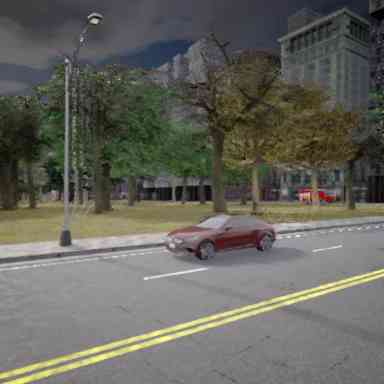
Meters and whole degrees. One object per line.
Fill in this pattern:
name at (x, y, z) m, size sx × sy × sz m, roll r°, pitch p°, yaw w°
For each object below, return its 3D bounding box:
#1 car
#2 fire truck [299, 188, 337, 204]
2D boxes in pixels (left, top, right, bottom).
car at (1.227, 1.558, 12.546) m, size 4.674 × 1.442 × 1.812 m, roll 0°, pitch 0°, yaw -36°
fire truck at (30.616, 1.100, 81.130) m, size 2.891 × 3.827 × 8.468 m, roll 0°, pitch -1°, yaw -35°
